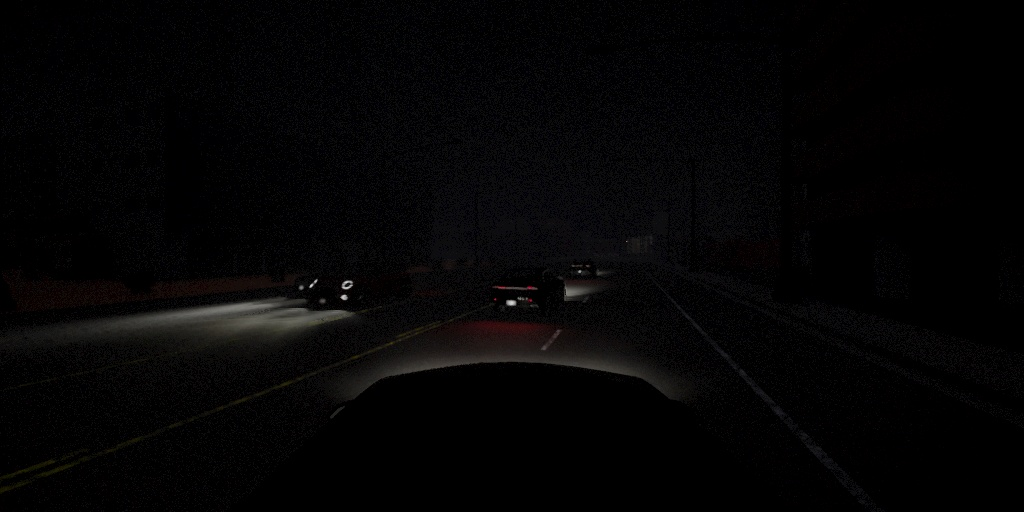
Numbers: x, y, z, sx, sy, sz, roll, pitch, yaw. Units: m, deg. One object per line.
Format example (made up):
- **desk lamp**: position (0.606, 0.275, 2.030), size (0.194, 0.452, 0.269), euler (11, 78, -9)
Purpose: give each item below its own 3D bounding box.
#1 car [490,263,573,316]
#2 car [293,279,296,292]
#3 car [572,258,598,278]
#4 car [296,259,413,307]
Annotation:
- **car**: position (0.720, 1.163, 13.156), size (2.128, 1.511, 4.902), euler (0, 1, 18)
- **car**: position (-8.794, 1.131, 18.547), size (2.128, 1.511, 4.902), euler (0, 1, 18)
- **car**: position (5.878, 0.933, 29.402), size (2.128, 1.511, 4.902), euler (0, 1, 18)
- **car**: position (-6.204, 1.024, 15.143), size (2.097, 1.767, 4.553), euler (0, 1, 18)
